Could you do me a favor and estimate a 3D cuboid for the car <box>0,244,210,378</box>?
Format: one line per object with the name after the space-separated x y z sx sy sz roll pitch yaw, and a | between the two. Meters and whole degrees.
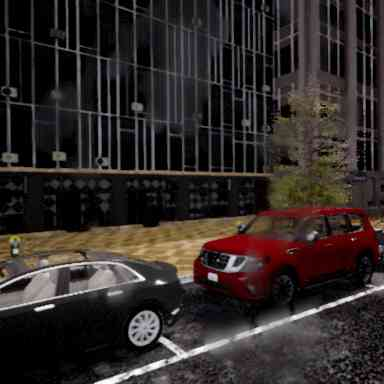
-2.149 1.550 4.578 4.403 1.369 2.008 0 -1 -35 | car

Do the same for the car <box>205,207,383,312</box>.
2.448 1.313 7.859 5.009 1.841 2.192 0 -1 -35 | car
